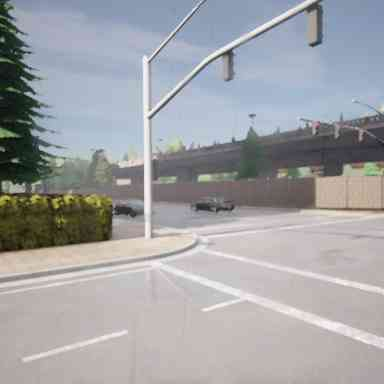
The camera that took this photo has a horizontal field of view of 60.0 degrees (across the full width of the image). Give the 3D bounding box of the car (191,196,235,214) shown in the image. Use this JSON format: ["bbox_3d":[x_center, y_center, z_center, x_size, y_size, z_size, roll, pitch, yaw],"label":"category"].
[{"bbox_3d":[1.814,1.156,30.340,2.128,1.511,4.902,-1,1,-35],"label":"car"}]

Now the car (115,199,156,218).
[{"bbox_3d":[-4.743,1.296,27.179,1.812,1.442,4.674,-1,1,-36],"label":"car"}]
